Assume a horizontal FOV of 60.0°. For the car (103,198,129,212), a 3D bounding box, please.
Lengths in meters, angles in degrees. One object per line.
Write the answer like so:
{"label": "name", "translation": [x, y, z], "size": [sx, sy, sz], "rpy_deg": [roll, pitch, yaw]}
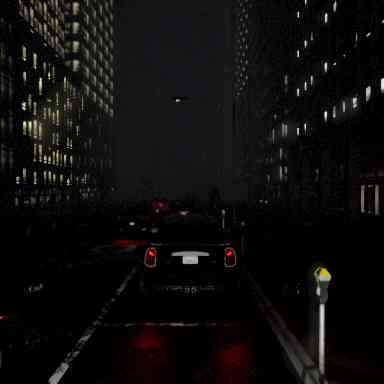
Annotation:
{"label": "car", "translation": [-8.844, 1.544, 37.723], "size": [2.008, 1.369, 4.403], "rpy_deg": [-1, 0, 0]}

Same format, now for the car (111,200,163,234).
{"label": "car", "translation": [-3.046, 1.474, 19.386], "size": [1.882, 1.535, 5.008], "rpy_deg": [0, 0, 0]}

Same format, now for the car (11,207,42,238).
{"label": "car", "translation": [-8.843, 1.542, 14.989], "size": [1.887, 1.381, 4.507], "rpy_deg": [-1, 0, 0]}

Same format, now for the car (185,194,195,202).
{"label": "car", "translation": [-0.465, 1.298, 77.509], "size": [2.192, 1.841, 5.009], "rpy_deg": [-1, 0, 0]}

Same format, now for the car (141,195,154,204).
{"label": "car", "translation": [-8.845, 1.427, 66.141], "size": [1.967, 1.590, 4.097], "rpy_deg": [-1, 0, 0]}

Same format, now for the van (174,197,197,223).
{"label": "van", "translation": [-0.465, 1.336, 26.356], "size": [1.690, 1.788, 3.998], "rpy_deg": [-1, 0, 0]}

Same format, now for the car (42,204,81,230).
{"label": "car", "translation": [-8.844, 1.547, 20.672], "size": [2.008, 1.369, 4.403], "rpy_deg": [-1, 0, 0]}

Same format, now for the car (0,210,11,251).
{"label": "car", "translation": [-6.248, 1.351, 7.160], "size": [2.097, 1.767, 4.553], "rpy_deg": [0, 0, 0]}

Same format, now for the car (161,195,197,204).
{"label": "car", "translation": [-0.465, 1.311, 20.672], "size": [2.192, 1.841, 5.009], "rpy_deg": [-1, 0, 0]}

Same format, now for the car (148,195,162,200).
{"label": "car", "translation": [-3.145, 1.345, 35.713], "size": [2.097, 1.767, 4.553], "rpy_deg": [0, 0, 0]}

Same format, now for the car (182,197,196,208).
{"label": "car", "translation": [-0.463, 1.541, 49.090], "size": [2.008, 1.369, 4.403], "rpy_deg": [-1, 0, 0]}

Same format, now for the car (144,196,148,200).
{"label": "car", "translation": [-8.843, 1.570, 60.458], "size": [1.802, 1.307, 4.206], "rpy_deg": [-1, 0, 0]}

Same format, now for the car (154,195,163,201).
{"label": "car", "translation": [-8.844, 1.545, 88.876], "size": [1.947, 1.339, 4.313], "rpy_deg": [-1, 0, 0]}

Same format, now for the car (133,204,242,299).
{"label": "car", "translation": [-0.033, 1.351, 8.621], "size": [2.097, 1.767, 4.553], "rpy_deg": [0, 0, 0]}

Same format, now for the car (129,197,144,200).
{"label": "car", "translation": [-8.843, 1.541, 49.090], "size": [2.008, 1.369, 4.403], "rpy_deg": [-1, 0, 0]}

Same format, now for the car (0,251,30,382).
{"label": "car", "translation": [-3.045, 1.547, 1.873], "size": [2.033, 1.411, 5.357], "rpy_deg": [0, 0, 0]}

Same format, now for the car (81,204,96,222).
{"label": "car", "translation": [-8.843, 1.577, 26.356], "size": [1.802, 1.307, 4.206], "rpy_deg": [-1, 0, 0]}

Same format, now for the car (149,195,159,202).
{"label": "car", "translation": [-8.844, 1.509, 77.339], "size": [1.752, 1.417, 4.829], "rpy_deg": [-1, 0, 0]}
